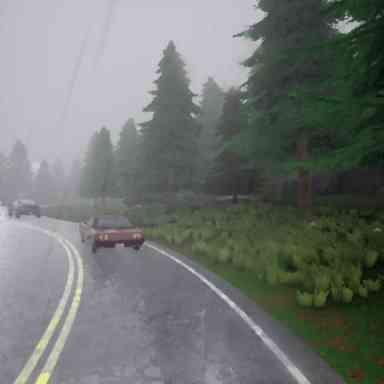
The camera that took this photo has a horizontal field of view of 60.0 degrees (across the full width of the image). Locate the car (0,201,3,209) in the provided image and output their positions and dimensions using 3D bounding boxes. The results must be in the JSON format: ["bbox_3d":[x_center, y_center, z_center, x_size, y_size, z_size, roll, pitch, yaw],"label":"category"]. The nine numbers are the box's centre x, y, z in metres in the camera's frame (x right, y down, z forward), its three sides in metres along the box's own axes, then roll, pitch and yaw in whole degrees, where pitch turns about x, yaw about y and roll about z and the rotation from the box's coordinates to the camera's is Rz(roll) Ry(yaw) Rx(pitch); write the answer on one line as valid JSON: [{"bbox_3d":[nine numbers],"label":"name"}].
[{"bbox_3d":[-22.816,1.333,37.246,1.895,1.301,4.718,1,0,-17],"label":"car"}]

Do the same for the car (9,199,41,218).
[{"bbox_3d":[-14.420,1.389,28.643,1.837,1.490,4.892,2,-1,-37],"label":"car"}]

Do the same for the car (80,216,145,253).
[{"bbox_3d":[-3.514,1.628,13.906,1.895,1.301,4.718,1,-1,-25],"label":"car"}]
